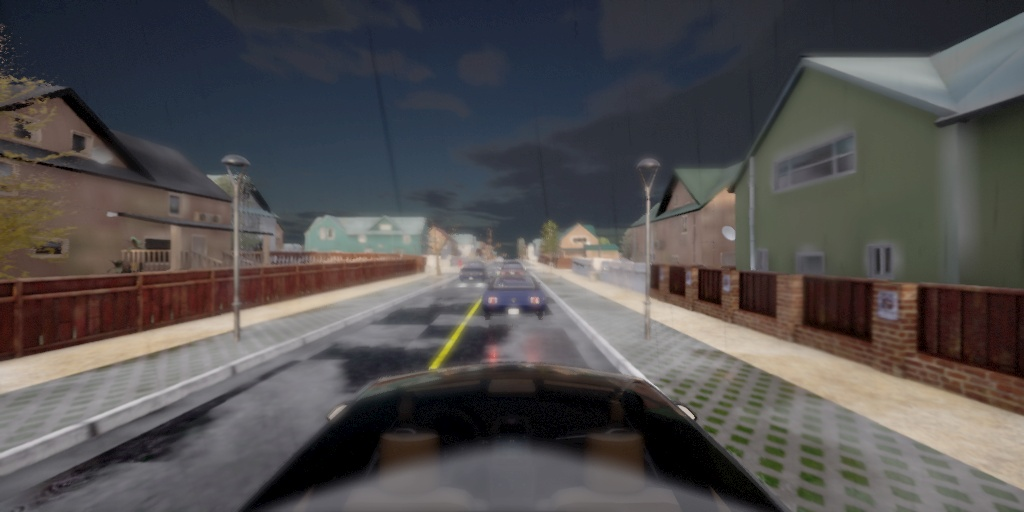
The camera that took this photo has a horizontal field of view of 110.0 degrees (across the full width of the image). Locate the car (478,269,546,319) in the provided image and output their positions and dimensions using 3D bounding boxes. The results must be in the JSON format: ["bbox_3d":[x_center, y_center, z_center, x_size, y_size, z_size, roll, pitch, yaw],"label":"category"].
[{"bbox_3d":[0.069,1.285,12.445,1.895,1.301,4.718,0,0,0],"label":"car"}]

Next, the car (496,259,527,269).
[{"bbox_3d":[0.055,1.161,25.655,2.033,1.411,5.357,0,0,0],"label":"car"}]

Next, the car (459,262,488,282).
[{"bbox_3d":[-2.822,1.152,27.459,2.033,1.411,5.357,0,0,0],"label":"car"}]
